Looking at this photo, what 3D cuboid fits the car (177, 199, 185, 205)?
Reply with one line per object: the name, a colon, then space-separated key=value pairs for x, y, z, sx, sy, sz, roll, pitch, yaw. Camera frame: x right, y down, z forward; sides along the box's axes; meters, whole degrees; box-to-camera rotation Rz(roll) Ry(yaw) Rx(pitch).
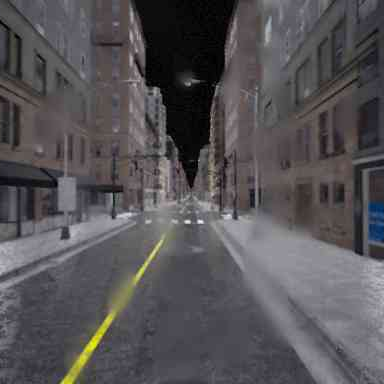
car: x=-3.035 y=2.753 z=92.889 sx=1.812 sy=1.442 sz=4.674 roll=0 pitch=-1 yaw=0
